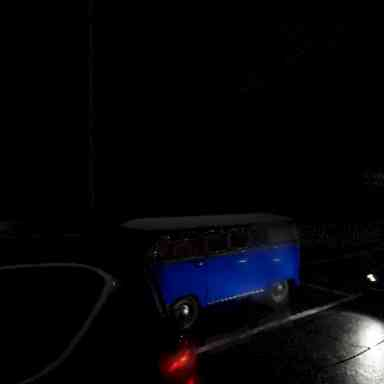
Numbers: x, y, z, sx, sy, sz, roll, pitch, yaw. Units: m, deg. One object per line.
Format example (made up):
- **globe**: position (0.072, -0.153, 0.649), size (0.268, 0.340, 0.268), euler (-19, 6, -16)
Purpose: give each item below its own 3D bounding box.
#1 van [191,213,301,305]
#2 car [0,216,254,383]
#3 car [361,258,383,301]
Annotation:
- **van**: position (0.364, 1.338, 6.476), size (3.998, 1.788, 1.690), euler (0, 0, -36)
- **car**: position (-2.527, 1.224, 1.266), size (5.566, 2.045, 2.150), euler (0, 0, -36)
- **car**: position (5.896, 1.541, 7.289), size (5.357, 1.411, 2.033), euler (0, 0, -36)
